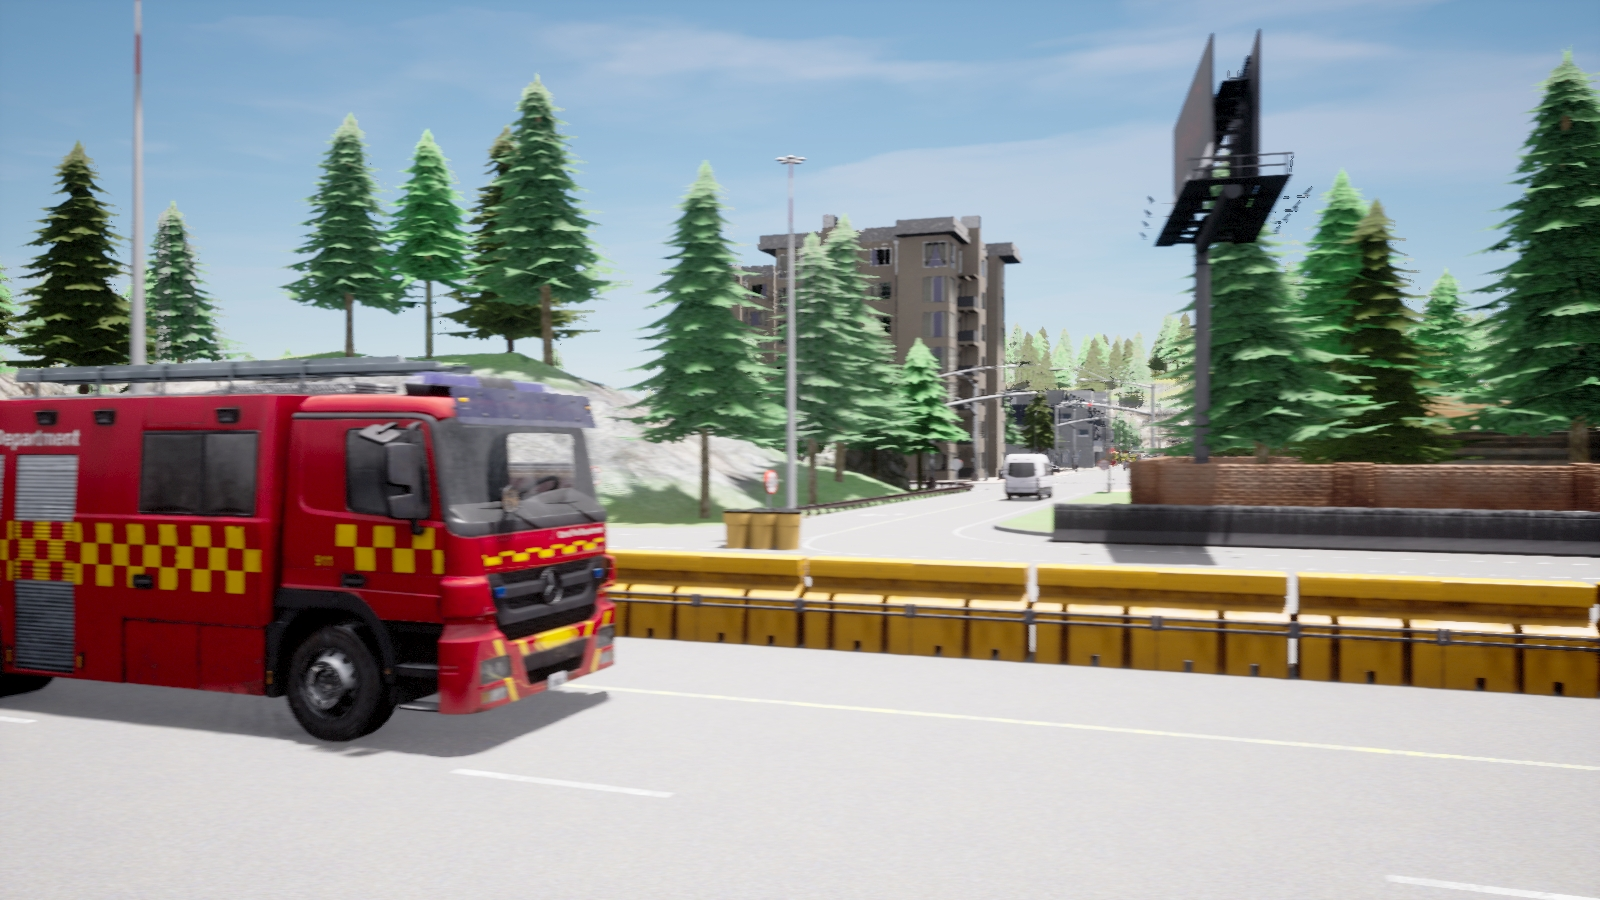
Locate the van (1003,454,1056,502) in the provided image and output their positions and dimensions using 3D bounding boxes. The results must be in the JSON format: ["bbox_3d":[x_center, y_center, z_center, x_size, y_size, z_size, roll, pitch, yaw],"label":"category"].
[{"bbox_3d":[13.006,1.514,64.477,1.988,2.561,5.915,0,0,21],"label":"van"}]

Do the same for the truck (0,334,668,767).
[{"bbox_3d":[-5.960,0.890,12.924,8.468,3.827,2.891,0,0,20],"label":"truck"}]
